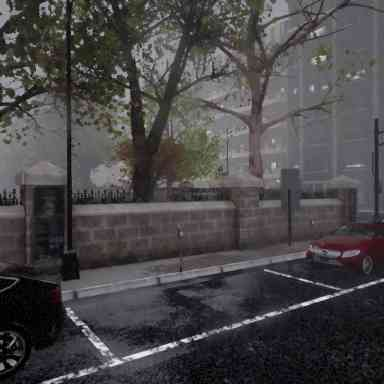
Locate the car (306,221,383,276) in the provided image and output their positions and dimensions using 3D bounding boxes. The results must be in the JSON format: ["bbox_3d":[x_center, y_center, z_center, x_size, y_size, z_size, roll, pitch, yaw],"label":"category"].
[{"bbox_3d":[5.319,1.581,10.251,4.206,1.307,1.802,0,0,-35],"label":"car"}]

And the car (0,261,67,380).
[{"bbox_3d":[-3.757,1.566,3.912,4.313,1.339,1.947,0,0,-35],"label":"car"}]
